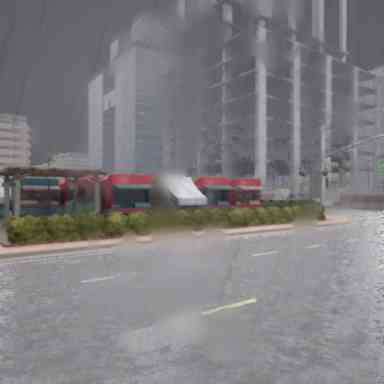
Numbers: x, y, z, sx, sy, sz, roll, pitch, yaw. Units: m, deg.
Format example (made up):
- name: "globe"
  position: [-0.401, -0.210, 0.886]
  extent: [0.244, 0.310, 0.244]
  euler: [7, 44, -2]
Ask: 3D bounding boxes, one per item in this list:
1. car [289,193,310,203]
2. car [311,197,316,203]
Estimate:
- name: "car"
  position: [20.174, 1.232, 64.194]
  extent: [1.905, 1.878, 3.866]
  euler: [0, 0, -36]
- name: "car"
  position: [22.566, 1.239, 65.904]
  extent: [1.905, 1.878, 3.866]
  euler: [0, 0, -36]
